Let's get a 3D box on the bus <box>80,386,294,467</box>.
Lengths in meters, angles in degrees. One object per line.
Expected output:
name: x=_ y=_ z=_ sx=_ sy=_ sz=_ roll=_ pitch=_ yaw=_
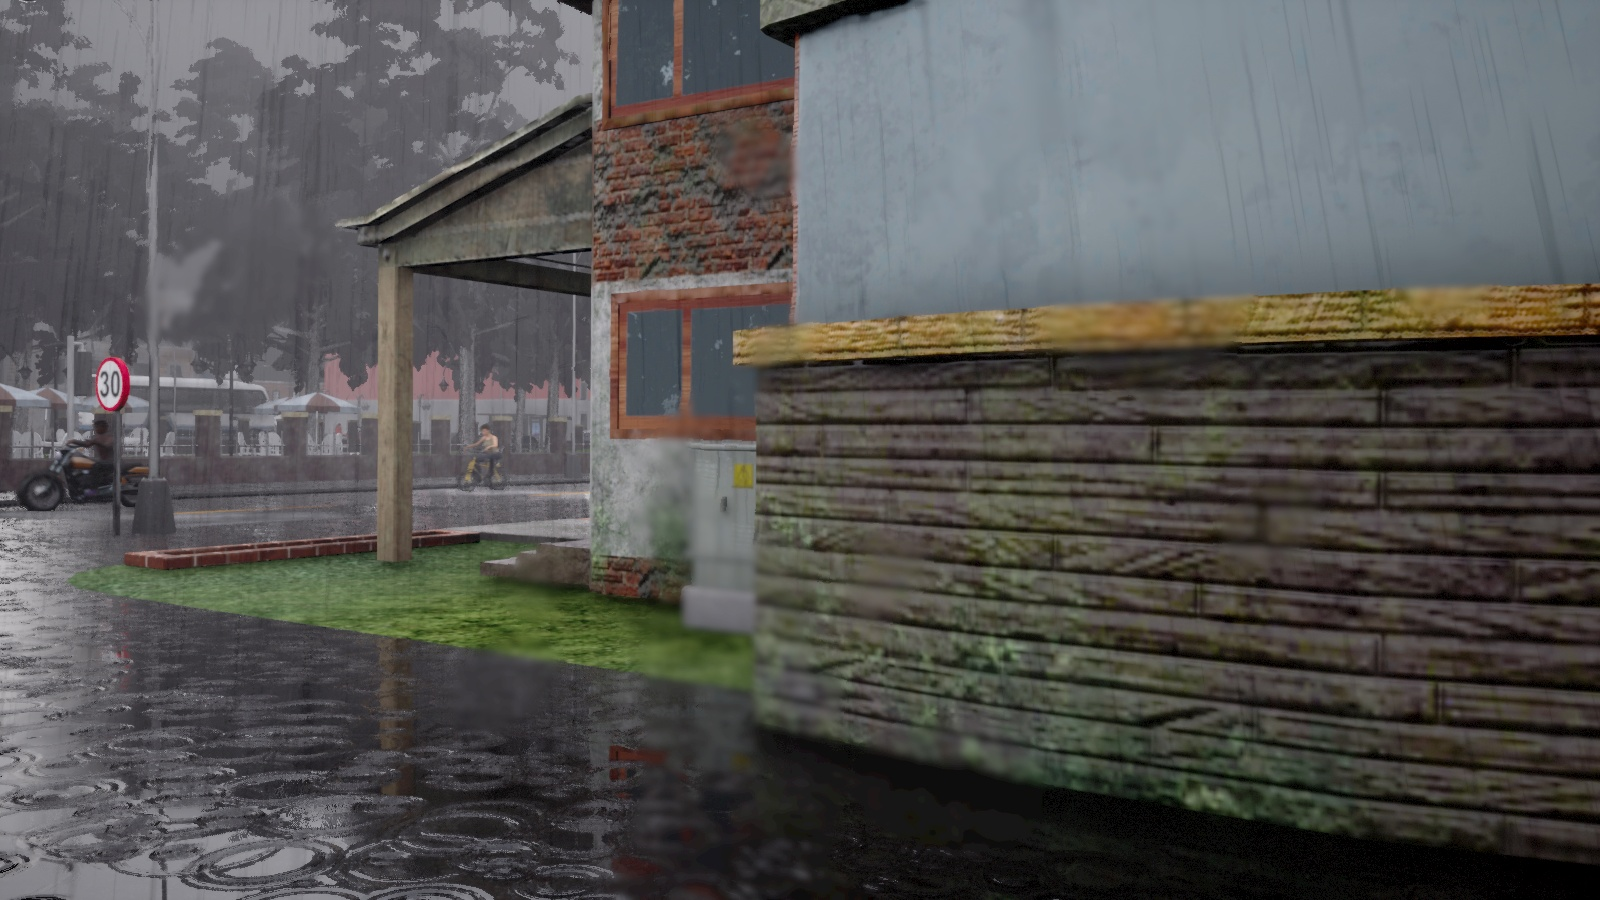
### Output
bus: x=-34.465 y=-1.304 z=71.150 sx=3.944 sy=4.253 sz=10.273 roll=0 pitch=1 yaw=33

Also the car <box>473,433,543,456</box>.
car: x=-21.174 y=-0.395 z=91.298 sx=2.033 sy=1.649 sz=4.856 roll=0 pitch=0 yaw=33

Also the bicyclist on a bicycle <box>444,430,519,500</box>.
bicyclist on a bicycle: x=-7.539 y=0.330 z=29.767 sx=0.866 sy=1.612 sz=1.509 roll=0 pitch=1 yaw=33

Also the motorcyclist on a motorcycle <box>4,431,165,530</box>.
motorcyclist on a motorcycle: x=-12.570 y=0.493 z=22.151 sx=0.766 sy=1.649 sz=2.350 roll=0 pitch=1 yaw=33
